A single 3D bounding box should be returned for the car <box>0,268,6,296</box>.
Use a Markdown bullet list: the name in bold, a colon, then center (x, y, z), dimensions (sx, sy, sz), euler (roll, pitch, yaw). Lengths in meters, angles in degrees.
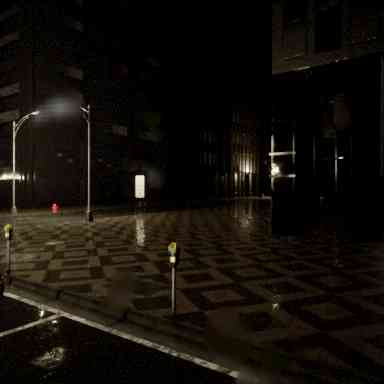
- **car**: center (-5.801, 1.526, 7.026), dimensions (4.829, 1.417, 1.752), euler (0, 0, 35)
